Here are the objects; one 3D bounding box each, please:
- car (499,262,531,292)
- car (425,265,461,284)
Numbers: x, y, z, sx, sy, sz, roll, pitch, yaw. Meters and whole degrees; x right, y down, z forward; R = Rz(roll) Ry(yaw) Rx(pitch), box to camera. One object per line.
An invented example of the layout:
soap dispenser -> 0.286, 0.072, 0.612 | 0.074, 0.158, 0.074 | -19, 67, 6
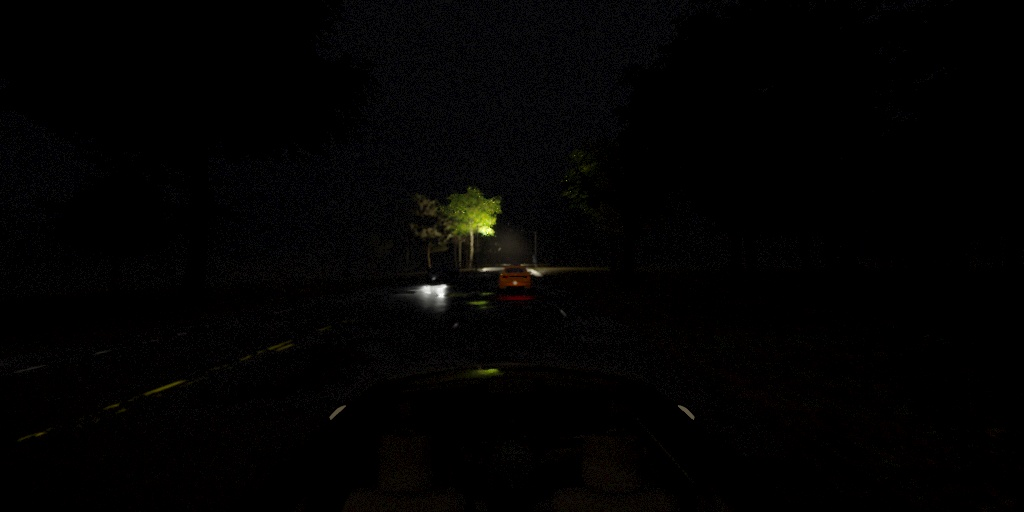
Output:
car -> 0.207, 1.374, 22.620 | 1.882, 1.535, 5.008 | 0, 0, 1
car -> -5.586, 1.458, 29.471 | 2.128, 1.511, 4.902 | 0, -1, 7
